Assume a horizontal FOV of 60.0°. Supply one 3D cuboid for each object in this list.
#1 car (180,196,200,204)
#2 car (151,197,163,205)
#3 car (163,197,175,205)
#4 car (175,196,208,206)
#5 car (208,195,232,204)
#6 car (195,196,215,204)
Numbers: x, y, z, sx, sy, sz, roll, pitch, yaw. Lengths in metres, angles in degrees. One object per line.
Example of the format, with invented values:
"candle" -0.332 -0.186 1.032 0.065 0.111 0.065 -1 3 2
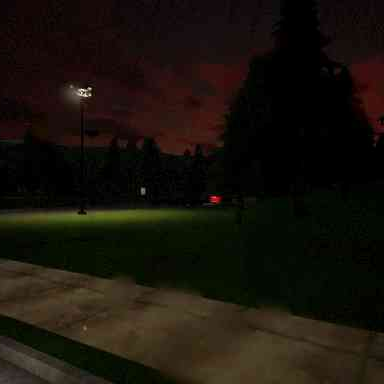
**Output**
"car" -0.382 1.526 66.192 1.812 1.442 4.674 0 0 33
"car" -5.341 1.564 58.472 1.994 1.385 4.181 0 0 34
"car" -2.411 1.564 56.558 1.994 1.385 4.181 0 0 34
"car" 0.030 1.491 53.908 2.128 1.511 4.902 0 0 34
"car" 5.499 1.221 62.395 2.150 2.045 5.566 0 0 33
"car" 2.551 1.526 64.281 1.812 1.442 4.674 0 0 33
